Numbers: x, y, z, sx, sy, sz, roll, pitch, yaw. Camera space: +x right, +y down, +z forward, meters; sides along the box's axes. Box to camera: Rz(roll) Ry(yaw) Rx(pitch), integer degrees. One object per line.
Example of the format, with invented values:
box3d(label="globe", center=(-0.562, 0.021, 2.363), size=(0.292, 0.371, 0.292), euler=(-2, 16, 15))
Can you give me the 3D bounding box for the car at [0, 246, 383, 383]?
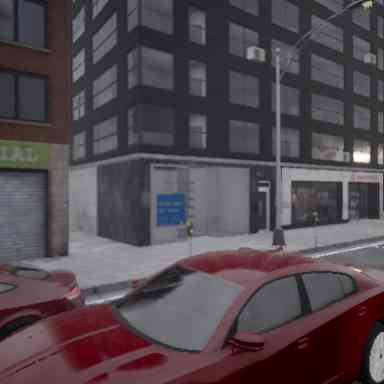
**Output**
box3d(label="car", center=(0.433, 1.457, 3.688), size=(5.008, 1.535, 1.882), euler=(-1, 0, -36))
